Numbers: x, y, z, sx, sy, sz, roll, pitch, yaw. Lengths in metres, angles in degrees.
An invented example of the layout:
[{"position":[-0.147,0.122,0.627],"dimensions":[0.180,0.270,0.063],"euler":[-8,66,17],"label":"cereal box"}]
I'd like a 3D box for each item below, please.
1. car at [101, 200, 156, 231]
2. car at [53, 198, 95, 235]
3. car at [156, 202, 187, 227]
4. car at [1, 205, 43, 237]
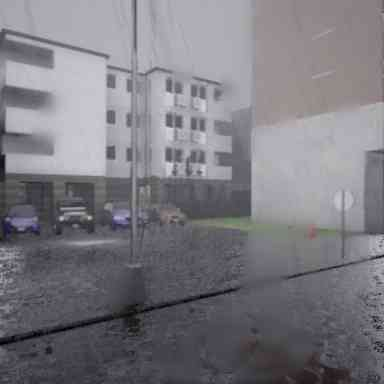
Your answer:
[{"position":[-4.180,1.371,20.289],"dimensions":[2.242,1.667,4.611],"euler":[0,0,-25],"label":"car"},{"position":[-6.572,1.257,18.302],"dimensions":[1.905,1.878,3.866],"euler":[0,0,-25],"label":"car"},{"position":[-1.858,1.446,22.116],"dimensions":[1.816,1.474,4.193],"euler":[0,0,-25],"label":"car"},{"position":[-8.769,1.421,17.236],"dimensions":[1.845,1.501,3.633],"euler":[0,0,-25],"label":"car"}]
